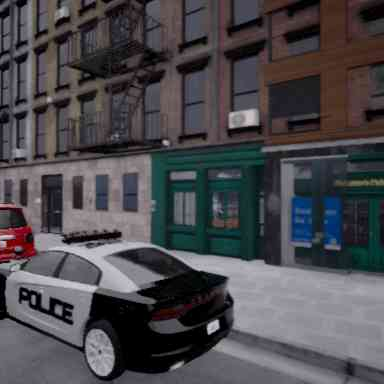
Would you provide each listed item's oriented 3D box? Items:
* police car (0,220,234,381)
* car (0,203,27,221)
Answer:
[{"bbox_3d":[-1.808,1.490,5.717,5.238,1.638,1.930,0,-1,37],"label":"police car"},{"bbox_3d":[-6.554,1.312,9.259,5.566,2.045,2.150,0,-1,37],"label":"car"}]
